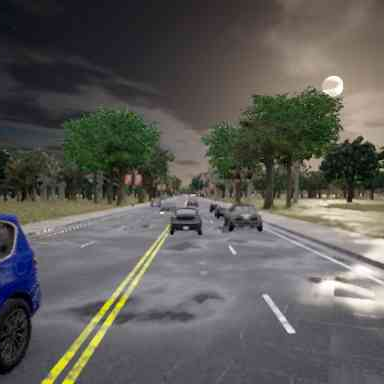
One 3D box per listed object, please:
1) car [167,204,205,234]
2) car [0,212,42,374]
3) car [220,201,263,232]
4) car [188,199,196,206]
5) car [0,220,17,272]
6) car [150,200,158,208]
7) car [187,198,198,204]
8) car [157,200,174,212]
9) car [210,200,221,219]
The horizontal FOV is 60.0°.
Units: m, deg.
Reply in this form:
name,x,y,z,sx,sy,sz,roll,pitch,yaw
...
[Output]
name,x,y,z,sx,sy,sz,roll,pitch,yaw
car,-0.308,1.725,20.727,1.837,1.490,4.892,0,0,1
car,-3.343,1.251,2.773,2.150,2.045,5.566,0,-1,0
car,3.307,1.587,22.271,2.097,1.767,4.553,0,-1,0
car,-0.008,2.340,76.170,1.994,1.385,4.181,0,-1,0
car,-6.575,1.615,8.448,1.812,1.442,4.674,0,-1,0
car,-6.520,2.129,60.639,2.128,1.511,4.902,0,-1,0
car,0.110,2.037,65.224,2.097,1.767,4.553,0,0,0
car,-3.283,1.988,45.944,1.837,1.490,4.892,0,-1,0
car,3.317,1.855,33.334,2.163,1.488,4.792,0,-1,0
